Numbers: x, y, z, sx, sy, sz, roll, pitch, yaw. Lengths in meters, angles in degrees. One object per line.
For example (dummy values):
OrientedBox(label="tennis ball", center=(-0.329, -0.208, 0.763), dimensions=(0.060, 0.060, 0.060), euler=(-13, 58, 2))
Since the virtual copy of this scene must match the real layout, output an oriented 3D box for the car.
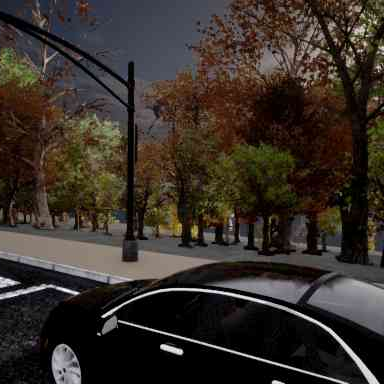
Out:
OrientedBox(label="car", center=(0.376, 1.505, 3.406), dimensions=(4.892, 1.490, 1.837), euler=(0, 0, 36))
